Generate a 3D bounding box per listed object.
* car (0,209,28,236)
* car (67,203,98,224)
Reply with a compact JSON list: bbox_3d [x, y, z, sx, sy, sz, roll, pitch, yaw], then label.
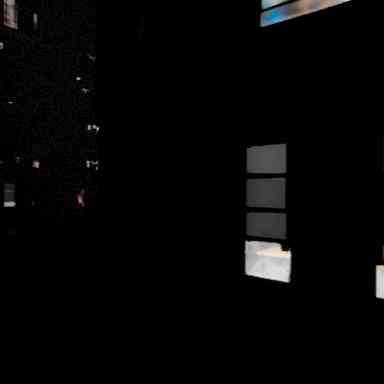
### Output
[{"bbox_3d":[-10.946,1.499,16.660,1.882,1.535,5.008,1,0,39],"label":"car"},{"bbox_3d":[-7.396,1.527,25.264,1.967,1.590,4.097,0,-1,38],"label":"car"}]
